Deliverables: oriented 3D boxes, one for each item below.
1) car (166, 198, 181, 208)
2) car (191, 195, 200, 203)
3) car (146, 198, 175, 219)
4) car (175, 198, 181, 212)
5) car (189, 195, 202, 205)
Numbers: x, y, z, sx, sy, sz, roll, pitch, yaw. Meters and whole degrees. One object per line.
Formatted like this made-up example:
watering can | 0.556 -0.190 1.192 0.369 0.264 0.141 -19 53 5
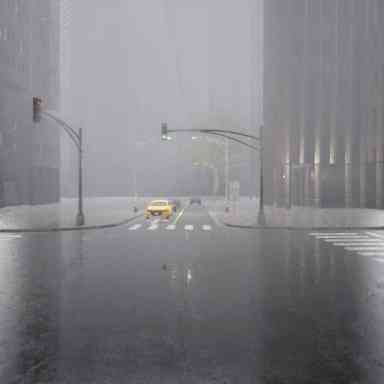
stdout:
car | -2.597 1.578 48.586 1.895 1.301 4.718 0 0 1
car | 0.718 1.413 68.995 1.837 1.490 4.892 0 0 1
car | -2.817 1.469 29.327 1.882 1.535 5.008 0 0 1
car | -2.709 1.552 38.487 1.994 1.385 4.181 0 0 1
car | 0.601 1.456 58.572 1.837 1.490 4.892 0 0 1
